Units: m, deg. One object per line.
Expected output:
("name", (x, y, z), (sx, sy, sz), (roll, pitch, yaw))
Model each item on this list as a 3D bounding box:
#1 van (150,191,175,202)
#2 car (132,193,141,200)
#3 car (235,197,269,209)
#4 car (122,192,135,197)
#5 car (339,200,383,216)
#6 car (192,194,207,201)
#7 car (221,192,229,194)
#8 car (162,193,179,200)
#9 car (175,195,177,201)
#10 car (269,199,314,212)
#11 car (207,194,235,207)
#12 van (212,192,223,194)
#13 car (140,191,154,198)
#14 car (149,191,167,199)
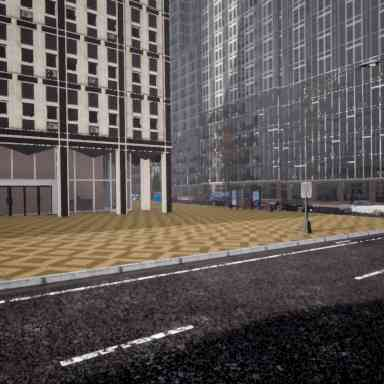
("van", (-5.218, 0.937, 58.691), (1.690, 1.788, 3.998), (0, 1, -34))
("car", (-11.639, 1.039, 68.073), (2.008, 1.369, 4.403), (0, 1, -34))
("car", (7.531, 1.388, 39.873), (1.802, 1.307, 4.206), (0, 1, -34))
("car", (-17.567, 0.688, 91.565), (2.008, 1.369, 4.403), (0, 1, -34))
("car", (16.477, 1.476, 31.306), (1.895, 1.301, 4.718), (-1, 1, -31))
("car", (1.698, 1.043, 63.426), (1.802, 1.307, 4.206), (0, 1, -34))
("car", (6.582, 1.189, 46.032), (1.882, 1.535, 5.008), (-1, 1, -34))
("car", (-4.724, 0.936, 72.806), (1.802, 1.307, 4.206), (0, 1, -34))
("car", (-4.668, 1.139, 62.641), (1.895, 1.301, 4.718), (-1, 1, -34))
("car", (10.728, 1.424, 35.171), (1.947, 1.339, 4.313), (0, 1, -34))
("car", (4.369, 1.319, 44.595), (1.947, 1.339, 4.313), (0, 1, -34))
("van", (4.907, 0.855, 58.733), (1.690, 1.788, 3.998), (0, 1, -34))
("car", (-11.146, 0.686, 82.184), (1.967, 1.590, 4.097), (0, 1, -34))
("car", (-7.935, 0.615, 77.493), (2.192, 1.841, 5.009), (0, 1, -34))
